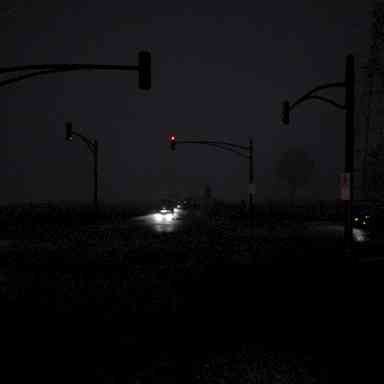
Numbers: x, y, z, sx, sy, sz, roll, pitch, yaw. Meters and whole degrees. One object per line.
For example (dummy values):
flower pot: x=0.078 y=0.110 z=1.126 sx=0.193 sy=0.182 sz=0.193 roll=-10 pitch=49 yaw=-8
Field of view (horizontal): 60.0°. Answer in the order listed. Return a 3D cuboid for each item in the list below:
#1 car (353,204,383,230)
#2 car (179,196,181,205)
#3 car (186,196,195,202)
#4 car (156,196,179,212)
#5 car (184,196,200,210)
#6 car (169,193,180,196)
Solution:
car: x=11.378 y=1.356 z=19.156 sx=4.181 sy=1.385 sz=1.994 roll=-1 pitch=1 yaw=-4
car: x=-3.019 y=1.595 z=47.454 sx=1.895 sy=1.301 sz=4.718 roll=0 pitch=0 yaw=0
car: x=-0.341 y=1.595 z=78.353 sx=1.895 sy=1.301 sz=4.718 roll=0 pitch=0 yaw=0
car: x=-2.966 y=1.485 z=37.639 sx=2.128 sy=1.511 sz=4.902 roll=0 pitch=0 yaw=-1
car: x=-0.040 y=1.345 z=43.864 sx=2.097 sy=1.767 sz=4.553 roll=0 pitch=0 yaw=0
car: x=-3.067 y=1.216 z=57.806 sx=2.150 sy=2.045 sz=5.566 roll=0 pitch=0 yaw=0
